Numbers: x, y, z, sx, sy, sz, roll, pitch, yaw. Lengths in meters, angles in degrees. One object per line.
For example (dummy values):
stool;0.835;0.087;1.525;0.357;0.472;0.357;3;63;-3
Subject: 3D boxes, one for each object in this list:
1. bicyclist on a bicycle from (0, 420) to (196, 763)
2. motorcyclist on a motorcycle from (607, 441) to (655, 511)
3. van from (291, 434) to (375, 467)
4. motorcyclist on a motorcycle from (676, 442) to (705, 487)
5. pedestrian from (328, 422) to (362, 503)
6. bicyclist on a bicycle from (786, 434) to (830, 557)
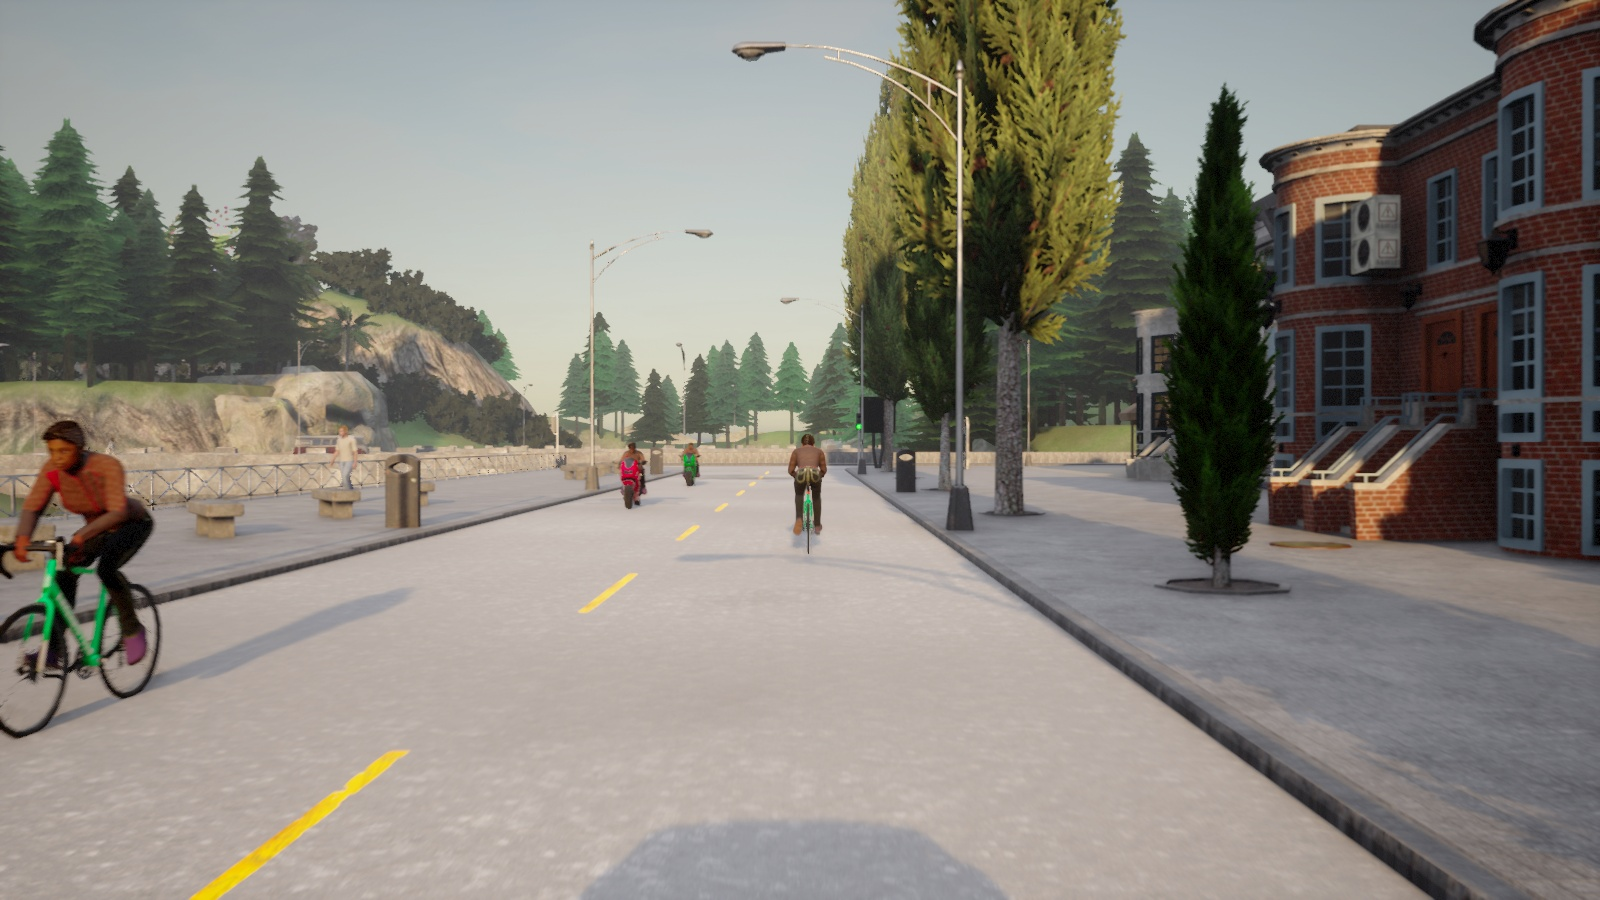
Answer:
bicyclist on a bicycle;-3.946;0.658;6.750;0.582;1.620;1.656;0;1;0
motorcyclist on a motorcycle;-3.826;0.564;28.581;0.797;1.523;2.044;0;0;0
van;-28.364;0.046;76.370;4.442;1.987;1.775;0;0;0
motorcyclist on a motorcycle;-3.746;0.484;42.936;0.797;1.523;2.044;0;0;0
pedestrian;-10.482;0.285;28.939;0.354;1.836;0.706;0;0;22
bicyclist on a bicycle;0.112;0.601;17.408;0.582;1.620;1.656;0;0;0
